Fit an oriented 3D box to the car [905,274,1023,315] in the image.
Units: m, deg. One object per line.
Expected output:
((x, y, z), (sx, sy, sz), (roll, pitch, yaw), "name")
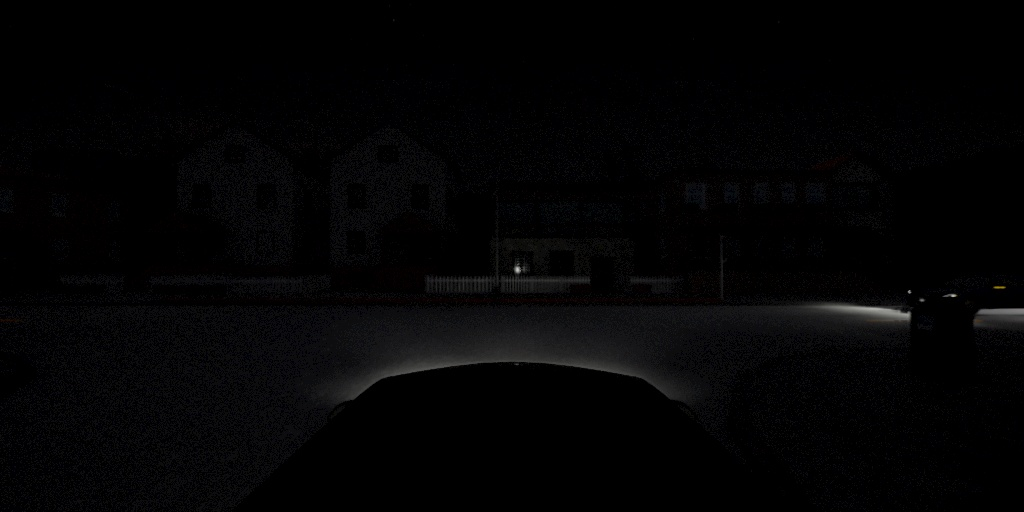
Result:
((18.191, 1.437, 13.884), (4.674, 1.442, 1.812), (0, -1, 0), "car")
